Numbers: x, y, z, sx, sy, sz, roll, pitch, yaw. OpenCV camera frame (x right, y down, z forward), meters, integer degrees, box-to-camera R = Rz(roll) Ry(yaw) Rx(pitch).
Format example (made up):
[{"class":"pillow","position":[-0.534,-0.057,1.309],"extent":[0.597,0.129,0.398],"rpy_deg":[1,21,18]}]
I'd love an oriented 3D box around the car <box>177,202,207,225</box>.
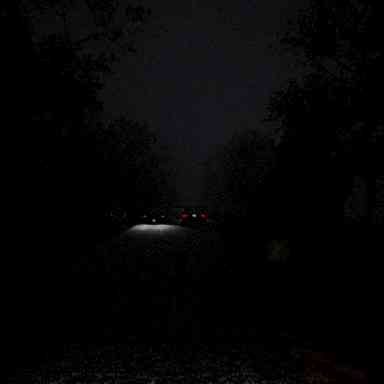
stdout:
[{"class":"car","position":[0.162,1.728,25.425],"extent":[2.033,1.411,5.357],"rpy_deg":[0,-1,0]}]

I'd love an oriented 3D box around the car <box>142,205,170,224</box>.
[{"class":"car","position":[-2.779,1.751,27.054],"extent":[2.033,1.411,5.357],"rpy_deg":[0,-1,0]}]

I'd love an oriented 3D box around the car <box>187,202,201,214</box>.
[{"class":"car","position":[0.283,2.023,43.097],"extent":[1.812,1.442,4.674],"rpy_deg":[0,-1,1]}]

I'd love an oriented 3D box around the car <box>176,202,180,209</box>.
[{"class":"car","position":[-2.370,2.719,68.609],"extent":[2.033,1.411,5.357],"rpy_deg":[0,-2,1]}]
